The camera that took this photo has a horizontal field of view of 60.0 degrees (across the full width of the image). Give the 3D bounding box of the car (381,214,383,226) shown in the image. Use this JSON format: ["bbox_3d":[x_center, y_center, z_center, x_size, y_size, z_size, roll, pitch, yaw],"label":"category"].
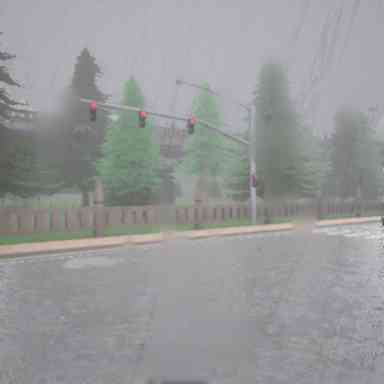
[{"bbox_3d":[15.118,1.627,23.283,4.674,1.442,1.812,0,0,-34],"label":"car"}]
